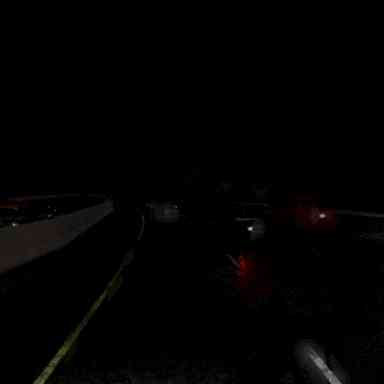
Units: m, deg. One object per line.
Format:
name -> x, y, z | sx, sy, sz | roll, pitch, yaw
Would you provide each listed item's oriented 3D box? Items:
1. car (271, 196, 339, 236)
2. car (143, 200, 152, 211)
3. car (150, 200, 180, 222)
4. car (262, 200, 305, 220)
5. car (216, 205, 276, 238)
car -> 6.000, 1.234, 18.675 | 2.150, 2.045, 5.566 | 0, 0, -6
car -> -5.241, 1.659, 42.645 | 1.895, 1.301, 4.718 | 0, 0, -14
car -> -2.103, 1.599, 26.648 | 1.994, 1.385, 4.181 | 0, 0, -9
car -> 8.038, 1.528, 29.783 | 1.837, 1.490, 4.892 | 0, 0, -9
car -> 2.521, 1.509, 18.027 | 2.128, 1.511, 4.902 | 0, 0, -6
